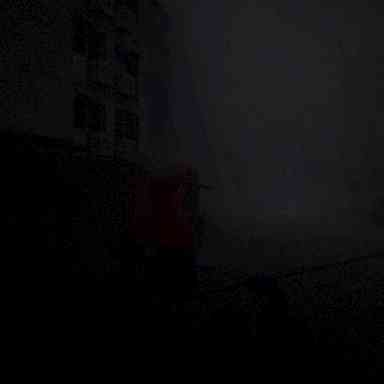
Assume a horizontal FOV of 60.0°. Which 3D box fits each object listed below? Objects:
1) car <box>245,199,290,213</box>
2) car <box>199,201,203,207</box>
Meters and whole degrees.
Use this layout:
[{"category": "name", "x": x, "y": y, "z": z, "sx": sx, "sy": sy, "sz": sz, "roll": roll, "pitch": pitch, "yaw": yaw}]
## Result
[{"category": "car", "x": 8.351, "y": 1.544, "z": 37.477, "sx": 2.033, "sy": 1.411, "sz": 5.357, "roll": 0, "pitch": 0, "yaw": -36}, {"category": "car", "x": -0.362, "y": 1.597, "z": 49.702, "sx": 1.895, "sy": 1.301, "sz": 4.718, "roll": 0, "pitch": 0, "yaw": -35}]
